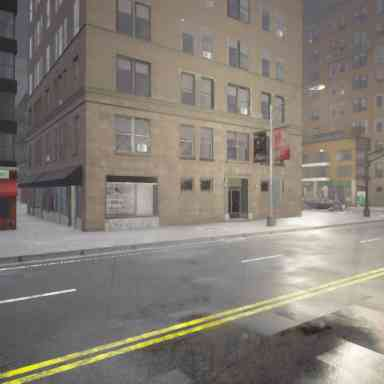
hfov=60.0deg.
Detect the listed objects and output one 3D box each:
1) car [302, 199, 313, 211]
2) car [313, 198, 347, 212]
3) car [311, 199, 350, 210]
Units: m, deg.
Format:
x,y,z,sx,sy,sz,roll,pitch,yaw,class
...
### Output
x,y,z,sx,sy,sz,roll,pitch,yaw,class
11.517,1.420,39.014,1.967,1.590,4.097,0,0,-35,car
15.160,1.479,38.250,2.128,1.511,4.902,0,0,-35,car
18.072,1.576,43.641,1.947,1.339,4.313,0,0,-35,car
